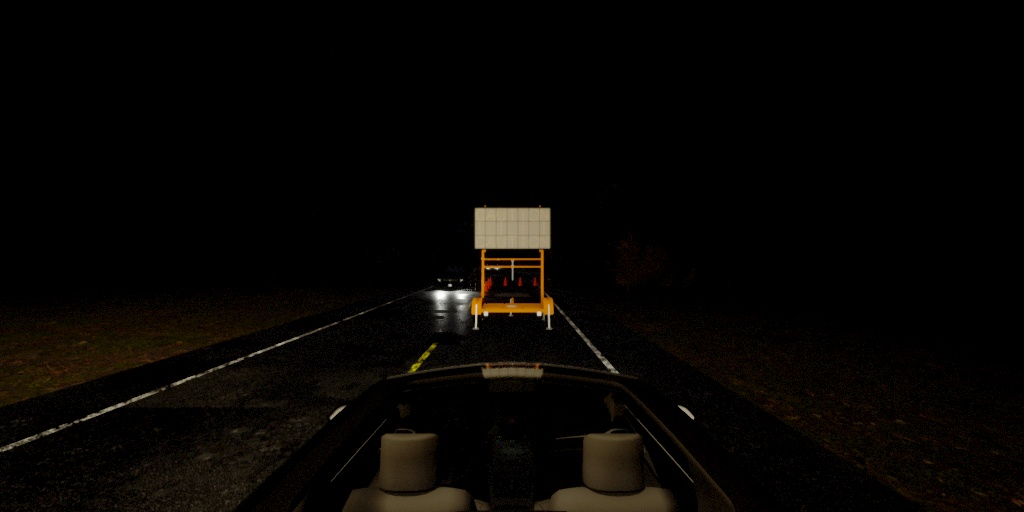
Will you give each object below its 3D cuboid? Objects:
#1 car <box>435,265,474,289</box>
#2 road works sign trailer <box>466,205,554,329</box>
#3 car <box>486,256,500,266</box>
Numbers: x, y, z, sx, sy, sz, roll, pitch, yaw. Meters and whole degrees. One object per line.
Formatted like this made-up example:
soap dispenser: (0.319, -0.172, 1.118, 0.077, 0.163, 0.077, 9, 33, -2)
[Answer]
car: (-3.556, 1.301, 23.258, 2.033, 1.411, 5.357, 0, 0, 0)
road works sign trailer: (0.019, 0.215, 11.173, 2.380, 3.560, 2.880, 0, 0, 0)
car: (-3.415, 1.009, 65.338, 2.150, 2.045, 5.566, 0, 0, 1)
